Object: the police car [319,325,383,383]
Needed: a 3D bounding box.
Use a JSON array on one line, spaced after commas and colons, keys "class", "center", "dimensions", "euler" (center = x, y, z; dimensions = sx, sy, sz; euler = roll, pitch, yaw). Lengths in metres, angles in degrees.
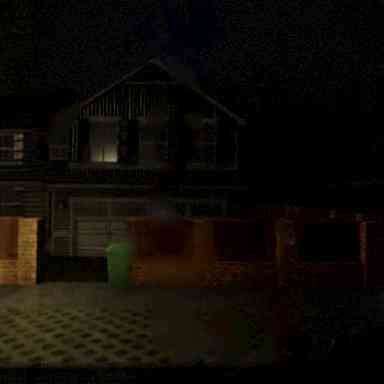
[{"class": "police car", "center": [3.789, 1.532, 2.722], "dimensions": [5.238, 1.638, 1.930], "euler": [1, -1, -2]}]
